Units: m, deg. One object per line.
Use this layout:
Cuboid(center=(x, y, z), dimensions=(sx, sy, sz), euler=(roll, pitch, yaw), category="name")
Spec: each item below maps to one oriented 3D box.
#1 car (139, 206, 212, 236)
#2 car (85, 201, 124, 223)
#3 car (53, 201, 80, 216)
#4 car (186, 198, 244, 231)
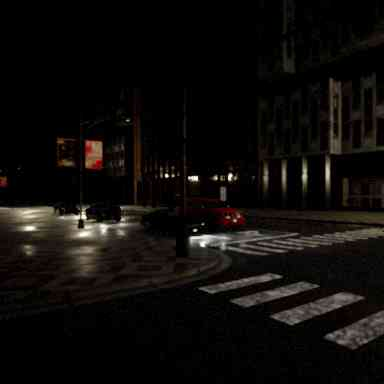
Cuboid(center=(-1.379, 1.788, 20.702), dimensions=(2.033, 1.411, 5.357), euler=(0, -1, -36), category="car")
Cuboid(center=(-8.079, 1.874, 30.039), dimensions=(1.882, 1.535, 5.008), euler=(0, 0, -36), category="car")
Cuboid(center=(-15.034, 1.911, 39.760), dimensions=(2.097, 1.767, 4.553), euler=(0, -1, -35), category="car")
Cuboid(center=(1.104, 1.448, 22.860), dimensions=(2.150, 2.045, 5.566), euler=(0, 0, -34), category="car")
